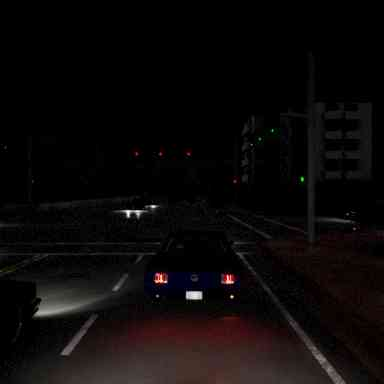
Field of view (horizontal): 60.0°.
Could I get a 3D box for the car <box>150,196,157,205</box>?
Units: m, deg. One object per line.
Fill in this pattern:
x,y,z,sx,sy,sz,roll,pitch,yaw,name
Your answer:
-7.185,1.505,56.990,1.837,1.490,4.892,0,0,0,car

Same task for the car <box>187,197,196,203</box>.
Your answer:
-0.147,1.600,67.360,1.895,1.301,4.718,0,0,0,car

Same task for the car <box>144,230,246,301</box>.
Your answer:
0.114,1.601,8.291,1.895,1.301,4.718,0,0,2,car

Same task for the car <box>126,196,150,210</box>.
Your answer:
-7.178,1.547,43.300,2.033,1.411,5.357,0,0,0,car

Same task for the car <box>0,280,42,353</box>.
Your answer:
-3.452,1.547,3.087,2.033,1.411,5.357,0,0,0,car

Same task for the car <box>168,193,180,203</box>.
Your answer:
-3.647,1.220,67.338,2.150,2.045,5.566,0,0,0,car

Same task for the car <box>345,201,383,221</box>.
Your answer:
14.993,1.500,27.013,4.892,1.490,1.837,-1,0,-2,car
